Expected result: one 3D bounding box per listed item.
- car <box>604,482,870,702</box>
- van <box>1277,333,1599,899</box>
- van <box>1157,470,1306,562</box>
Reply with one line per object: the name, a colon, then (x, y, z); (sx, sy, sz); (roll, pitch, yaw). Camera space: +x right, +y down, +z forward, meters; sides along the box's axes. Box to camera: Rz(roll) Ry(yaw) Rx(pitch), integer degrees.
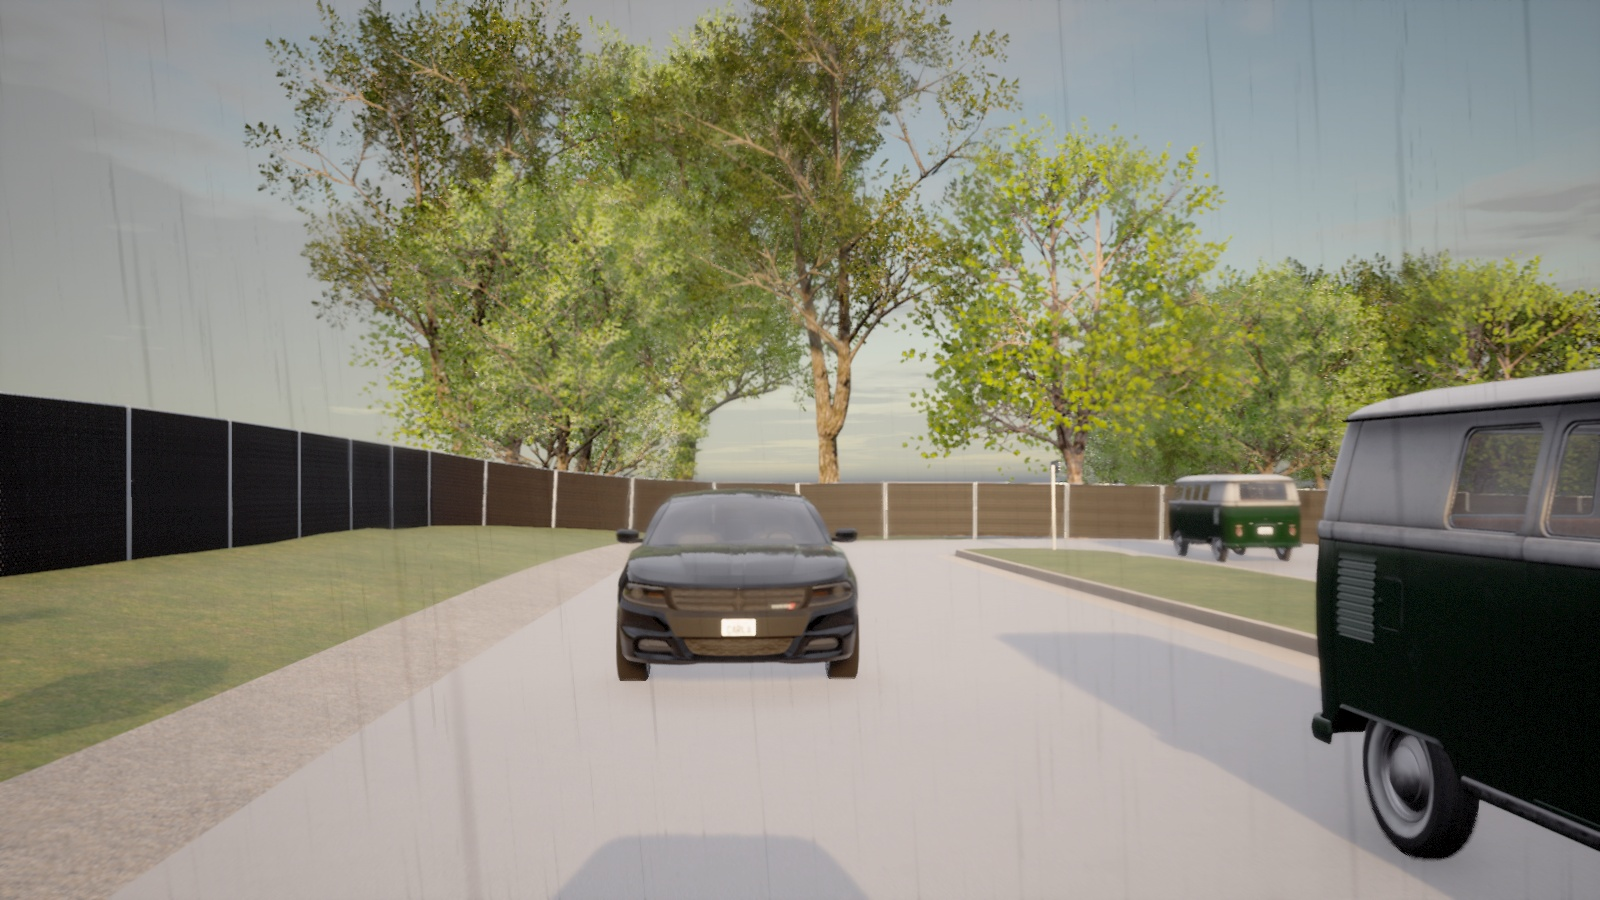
car: (-0.581, 1.102, 11.433); (1.882, 1.535, 5.008); (0, -2, -3)
van: (3.335, 0.637, 3.937); (1.775, 1.987, 4.442); (0, -1, -3)
van: (10.114, 1.513, 29.829); (1.775, 1.987, 4.442); (-1, -2, -3)
